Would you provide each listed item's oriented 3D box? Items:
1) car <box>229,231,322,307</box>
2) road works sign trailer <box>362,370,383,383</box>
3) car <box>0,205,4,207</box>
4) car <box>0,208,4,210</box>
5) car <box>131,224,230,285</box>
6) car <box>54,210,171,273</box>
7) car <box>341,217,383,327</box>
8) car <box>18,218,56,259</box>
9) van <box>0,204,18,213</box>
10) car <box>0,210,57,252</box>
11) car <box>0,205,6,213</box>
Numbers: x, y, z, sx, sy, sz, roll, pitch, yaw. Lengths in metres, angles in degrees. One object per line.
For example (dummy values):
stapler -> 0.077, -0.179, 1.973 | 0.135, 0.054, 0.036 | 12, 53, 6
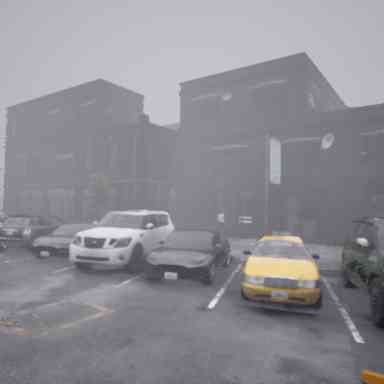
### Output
car -> 2.488, 1.912, 9.373 | 1.946, 1.575, 5.366 | 1, -3, 15
road works sign trailer -> 3.018, 0.640, 2.766 | 2.880, 3.560, 2.380 | -1, -3, 35
car -> -33.592, 3.216, 54.183 | 4.792, 1.488, 2.163 | 1, -2, 13
car -> -9.767, 1.942, 18.154 | 2.185, 1.767, 4.553 | 0, -3, 15
car -> 0.068, 1.981, 11.247 | 2.163, 1.488, 4.792 | 1, -3, 15
car -> -2.380, 1.728, 12.988 | 2.435, 2.045, 5.566 | 1, -3, 15
car -> 5.007, 1.647, 7.818 | 2.435, 2.045, 5.566 | 1, -3, 15
car -> -4.842, 2.038, 14.698 | 2.163, 1.488, 4.792 | 1, -3, 15
van -> -41.096, 3.660, 73.735 | 4.442, 1.987, 1.878 | 0, -3, 13
car -> -7.310, 1.912, 16.430 | 2.185, 1.767, 4.553 | 0, -3, 15
car -> -42.678, 3.629, 71.203 | 4.553, 1.767, 2.185 | 0, -3, 13
